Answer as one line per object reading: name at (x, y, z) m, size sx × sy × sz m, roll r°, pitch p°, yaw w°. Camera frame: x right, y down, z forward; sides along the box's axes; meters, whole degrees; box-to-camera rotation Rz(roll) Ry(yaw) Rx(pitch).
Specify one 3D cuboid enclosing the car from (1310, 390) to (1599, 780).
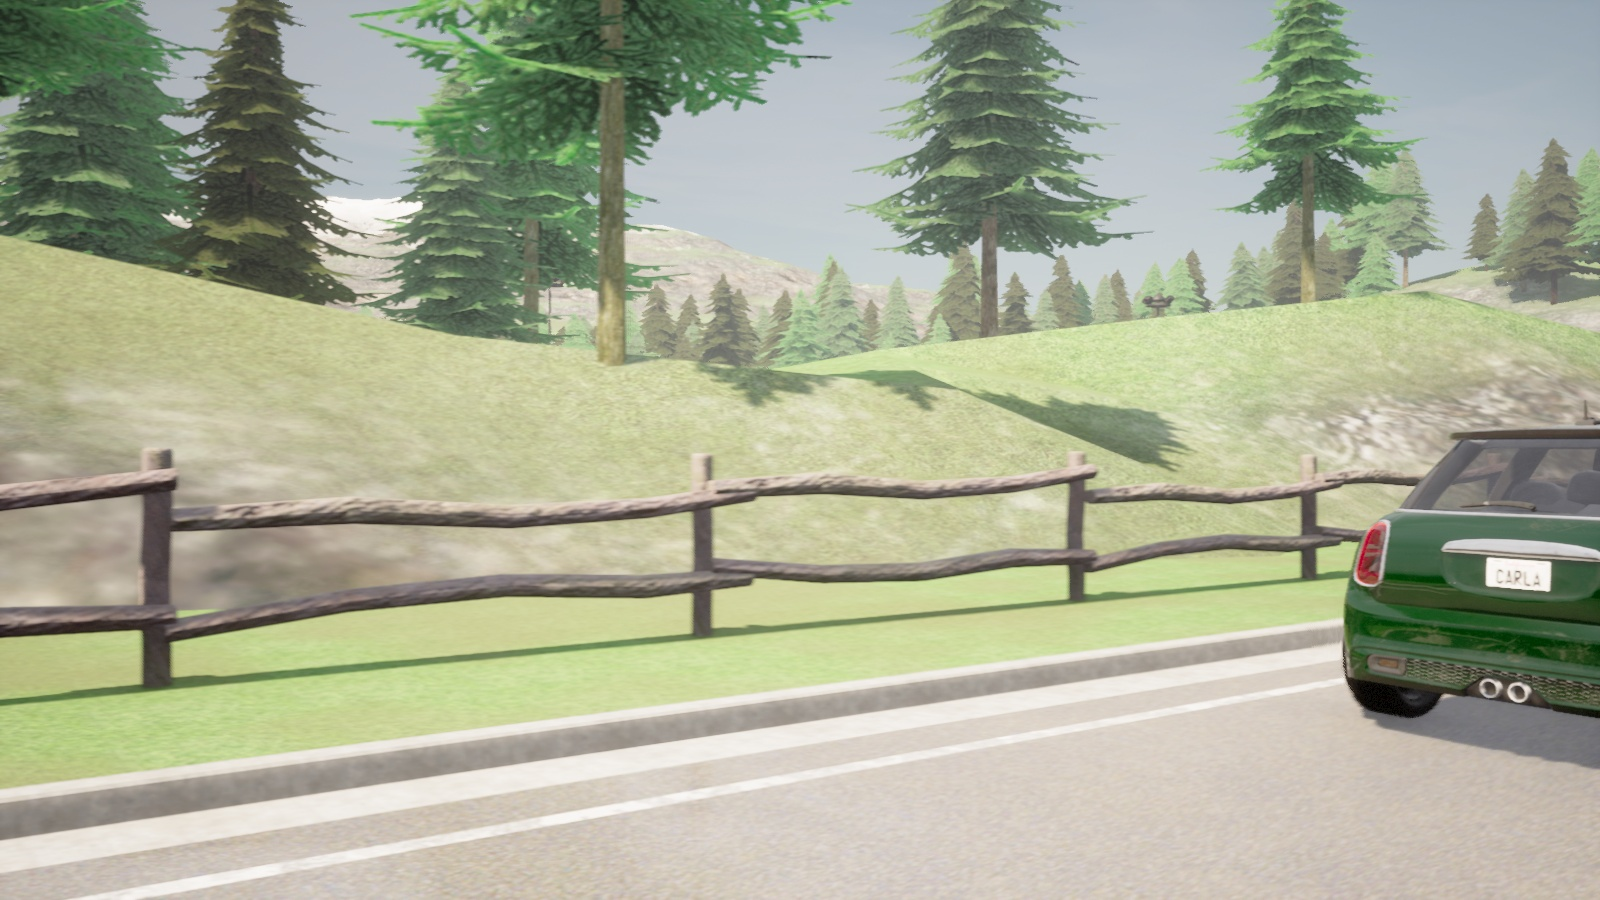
car at (5.270, 0.615, 7.328) m, size 4.553 × 1.767 × 2.097 m, roll 0°, pitch 0°, yaw -35°
